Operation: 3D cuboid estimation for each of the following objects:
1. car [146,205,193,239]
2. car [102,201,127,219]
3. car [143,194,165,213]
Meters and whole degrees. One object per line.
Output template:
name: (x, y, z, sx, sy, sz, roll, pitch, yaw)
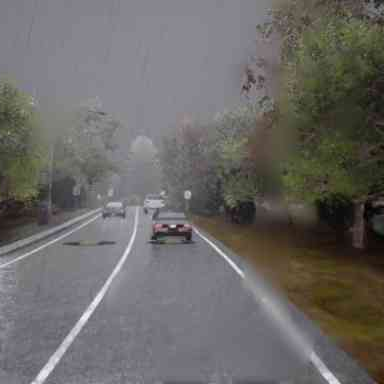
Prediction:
car: (-1.074, 1.527, 16.393, 2.033, 1.411, 5.357, 1, -1, -6)
car: (-6.600, 1.511, 28.650, 1.812, 1.442, 4.674, 1, 0, -9)
car: (-4.287, 1.240, 37.617, 2.150, 2.045, 5.566, 1, 0, -9)
